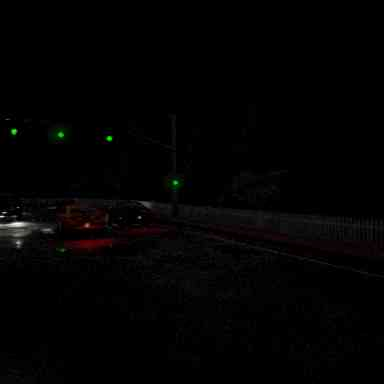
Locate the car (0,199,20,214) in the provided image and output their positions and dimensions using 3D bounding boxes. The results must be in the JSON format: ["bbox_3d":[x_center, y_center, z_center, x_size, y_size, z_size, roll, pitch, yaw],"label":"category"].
[{"bbox_3d":[-20.463,1.534,36.974,2.033,1.411,5.357,-1,0,-31],"label":"car"}]

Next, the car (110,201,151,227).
[{"bbox_3d":[-4.265,1.357,21.864,1.882,1.535,5.008,-1,0,-28],"label":"car"}]

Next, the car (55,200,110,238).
[{"bbox_3d":[-6.032,1.409,17.684,1.882,1.535,5.008,-1,0,-28],"label":"car"}]

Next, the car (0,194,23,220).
[{"bbox_3d":[-15.353,1.207,27.616,2.150,2.045,5.566,-1,0,-27],"label":"car"}]

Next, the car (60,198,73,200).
[{"bbox_3d":[-16.053,1.454,42.508,1.994,1.385,4.181,-1,0,-37],"label":"car"}]
